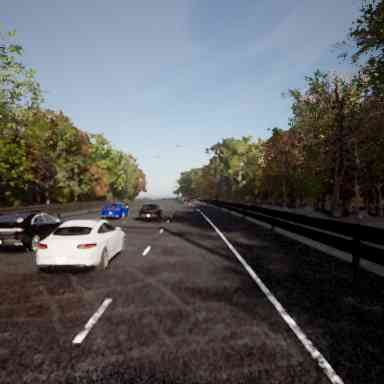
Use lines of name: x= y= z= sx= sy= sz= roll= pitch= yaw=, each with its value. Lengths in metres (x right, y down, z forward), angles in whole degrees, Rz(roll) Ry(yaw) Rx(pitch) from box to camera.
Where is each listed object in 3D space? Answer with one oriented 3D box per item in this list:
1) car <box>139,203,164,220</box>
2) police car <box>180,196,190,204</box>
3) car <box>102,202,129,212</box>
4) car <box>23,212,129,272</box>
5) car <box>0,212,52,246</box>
car: x=-3.722 y=1.752 z=30.468 sx=1.837 sy=1.490 sz=4.892 roll=0 pitch=0 yaw=-1
police car: x=-1.431 y=2.286 z=86.881 sx=1.930 sy=1.638 sz=5.238 roll=0 pitch=-1 yaw=-3
car: x=-7.258 y=1.739 z=31.948 sx=1.882 sy=1.535 sz=5.008 roll=0 pitch=-1 yaw=-1
car: x=-3.457 y=1.611 z=11.033 sx=1.812 sy=1.442 sz=4.674 roll=0 pitch=0 yaw=0
car: x=-6.988 y=1.605 z=14.370 sx=2.128 sy=1.511 sz=4.902 roll=0 pitch=0 yaw=0
